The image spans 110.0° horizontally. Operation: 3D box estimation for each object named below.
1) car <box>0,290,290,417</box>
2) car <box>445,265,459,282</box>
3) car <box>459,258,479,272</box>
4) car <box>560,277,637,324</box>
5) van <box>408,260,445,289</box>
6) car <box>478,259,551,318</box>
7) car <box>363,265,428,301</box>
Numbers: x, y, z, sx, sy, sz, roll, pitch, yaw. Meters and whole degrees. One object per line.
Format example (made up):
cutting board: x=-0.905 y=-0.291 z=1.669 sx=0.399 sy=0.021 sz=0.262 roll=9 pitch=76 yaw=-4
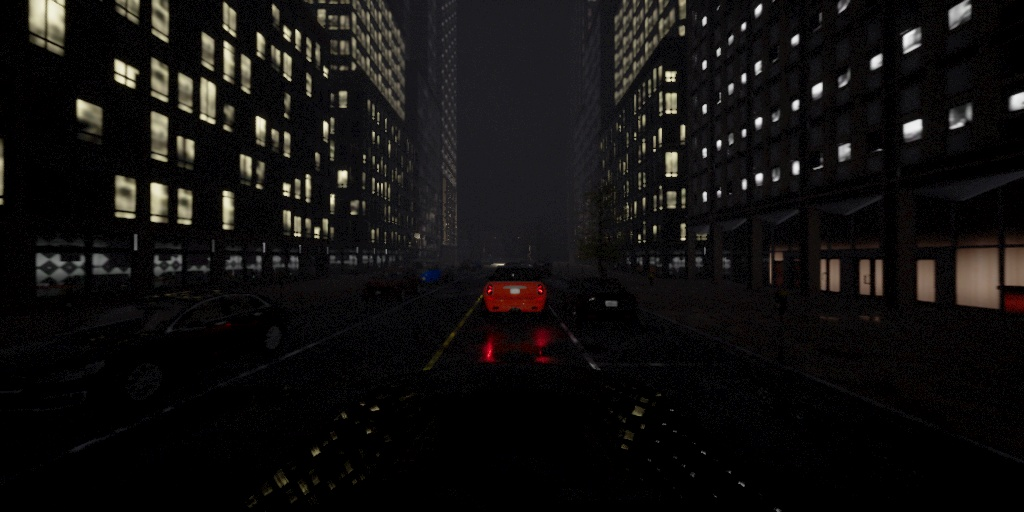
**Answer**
car: x=-5.693 y=1.305 z=6.096 sx=2.007 sy=1.370 sz=4.403 roll=0 pitch=0 yaw=0
car: x=-5.700 y=1.360 z=28.866 sx=1.802 sy=1.307 sz=4.207 roll=0 pitch=0 yaw=0
car: x=-5.707 y=1.231 z=45.941 sx=1.967 sy=1.591 sz=4.097 roll=0 pitch=0 yaw=0
car: x=2.686 y=1.327 z=11.779 sx=1.948 sy=1.339 sz=4.313 roll=0 pitch=0 yaw=0
van: x=-5.699 y=1.114 z=23.173 sx=1.690 sy=1.789 sz=3.998 roll=0 pitch=0 yaw=0
car: x=0.095 y=1.115 z=13.259 sx=2.097 sy=1.767 sz=4.553 roll=0 pitch=0 yaw=0
car: x=-5.697 y=1.312 z=17.481 sx=1.888 sy=1.381 sz=4.507 roll=0 pitch=0 yaw=0
